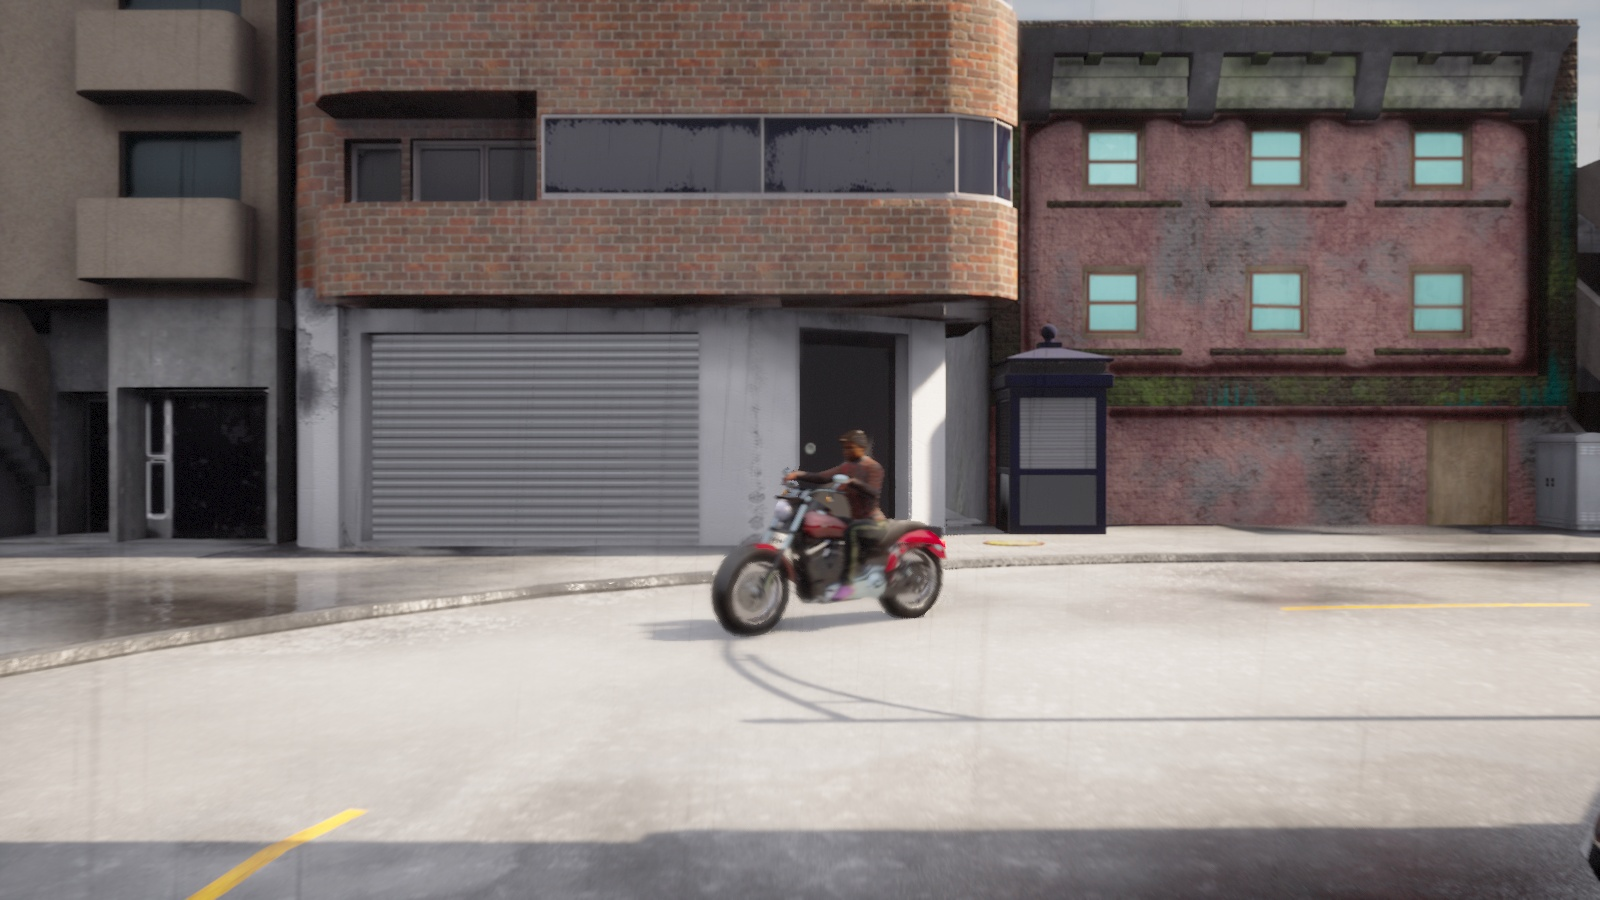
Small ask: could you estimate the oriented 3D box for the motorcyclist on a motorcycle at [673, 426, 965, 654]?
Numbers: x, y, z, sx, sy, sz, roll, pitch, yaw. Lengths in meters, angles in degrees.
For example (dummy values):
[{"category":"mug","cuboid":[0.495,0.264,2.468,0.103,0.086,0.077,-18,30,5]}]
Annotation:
[{"category":"motorcyclist on a motorcycle","cuboid":[0.198,0.642,10.089,2.350,1.649,0.766,0,1,-37]}]
